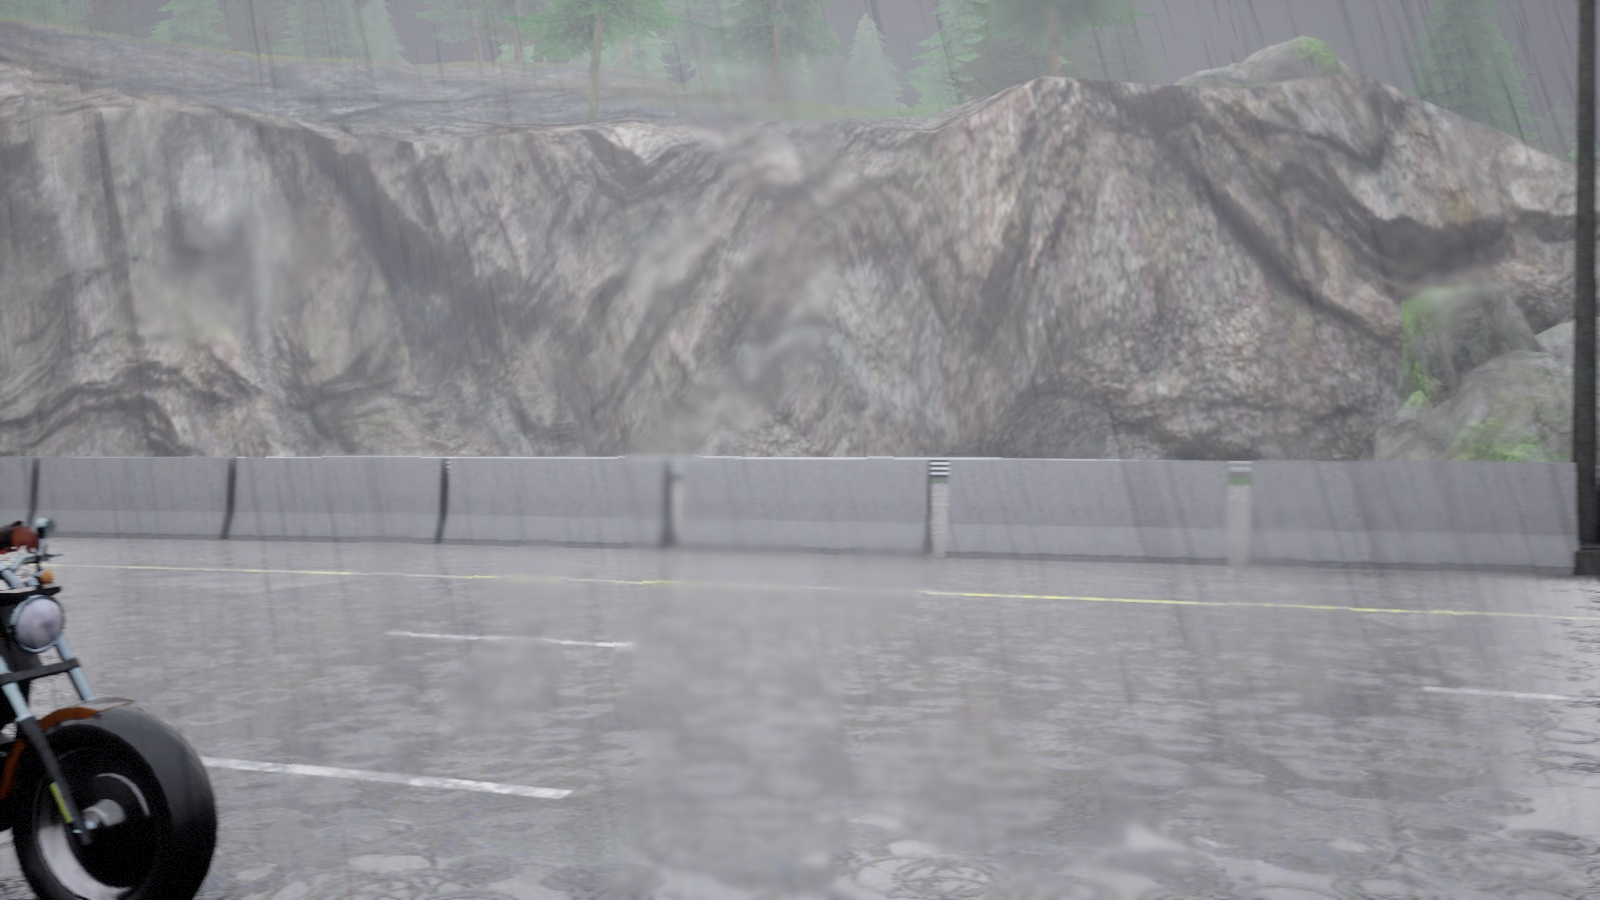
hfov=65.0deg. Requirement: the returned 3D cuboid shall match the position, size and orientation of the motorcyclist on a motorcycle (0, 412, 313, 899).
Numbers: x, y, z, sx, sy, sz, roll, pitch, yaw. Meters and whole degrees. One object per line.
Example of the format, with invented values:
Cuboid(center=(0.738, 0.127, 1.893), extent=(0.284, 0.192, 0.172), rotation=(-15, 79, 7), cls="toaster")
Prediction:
Cuboid(center=(-2.870, 0.698, 4.176), extent=(2.350, 1.649, 0.766), rotation=(1, 2, 17), cls="motorcyclist on a motorcycle")
